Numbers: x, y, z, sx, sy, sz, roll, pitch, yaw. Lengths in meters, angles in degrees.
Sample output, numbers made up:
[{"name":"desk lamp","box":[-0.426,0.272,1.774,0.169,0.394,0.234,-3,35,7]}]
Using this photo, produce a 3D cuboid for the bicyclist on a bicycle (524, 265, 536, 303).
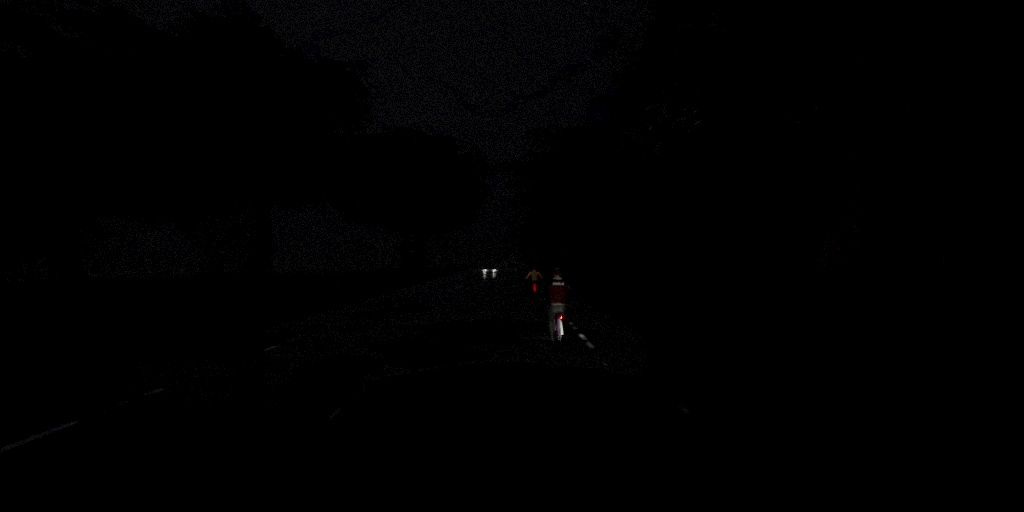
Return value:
[{"name":"bicyclist on a bicycle","box":[0.959,1.197,15.544,0.866,1.612,1.509,0,0,0]}]

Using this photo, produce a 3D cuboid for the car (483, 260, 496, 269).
[{"name":"car","box":[-3.555,1.347,57.144,1.837,1.490,4.892,0,1,1]}]

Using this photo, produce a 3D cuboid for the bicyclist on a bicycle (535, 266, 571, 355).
[{"name":"bicyclist on a bicycle","box":[0.961,1.124,7.803,0.659,1.776,1.843,0,0,0]}]

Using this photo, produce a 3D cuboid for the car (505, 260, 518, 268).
[{"name":"car","box":[0.088,1.478,64.784,1.895,1.301,4.718,0,0,0]}]
